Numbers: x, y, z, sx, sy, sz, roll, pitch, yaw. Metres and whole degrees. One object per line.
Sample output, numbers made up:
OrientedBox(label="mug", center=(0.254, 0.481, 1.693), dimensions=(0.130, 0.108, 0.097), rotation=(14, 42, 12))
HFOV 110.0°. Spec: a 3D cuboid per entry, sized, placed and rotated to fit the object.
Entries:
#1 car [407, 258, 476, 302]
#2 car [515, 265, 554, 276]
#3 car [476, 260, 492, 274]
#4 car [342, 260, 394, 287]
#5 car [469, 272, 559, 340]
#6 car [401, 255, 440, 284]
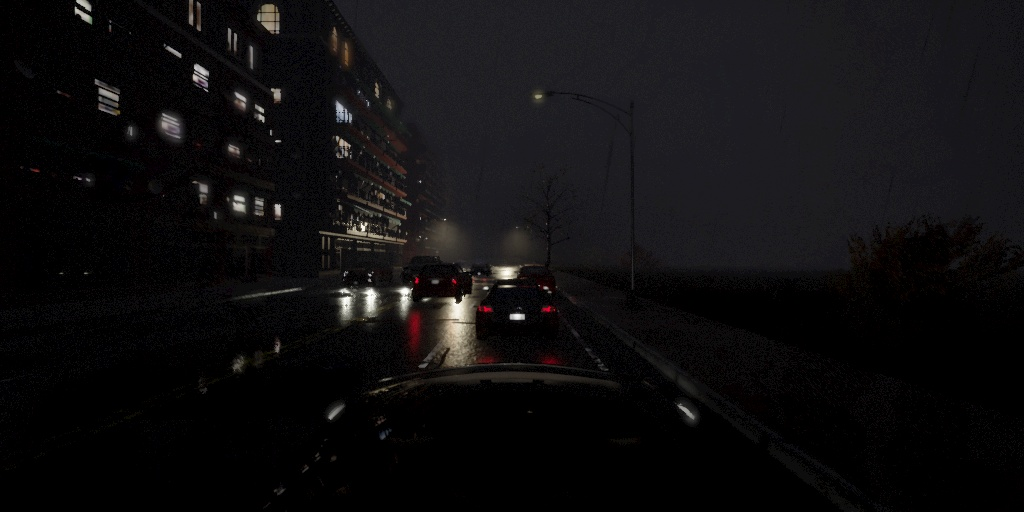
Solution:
OrientedBox(label="car", center=(-3.133, 1.103, 16.966), dimensions=(2.097, 1.767, 4.553), rotation=(0, 0, 1))
OrientedBox(label="car", center=(1.158, 1.230, 18.862), dimensions=(1.882, 1.535, 5.008), rotation=(0, 0, 0))
OrientedBox(label="car", center=(-3.104, 1.352, 36.295), dimensions=(1.895, 1.301, 4.718), rotation=(0, 0, 0))
OrientedBox(label="car", center=(-9.823, 1.104, 24.783), dimensions=(2.097, 1.767, 4.553), rotation=(0, 0, 0))
OrientedBox(label="car", center=(0.111, 1.315, 9.942), dimensions=(1.994, 1.385, 4.181), rotation=(0, 0, 0))
OrientedBox(label="car", center=(-6.570, 0.973, 26.981), dimensions=(2.150, 2.045, 5.566), rotation=(0, 0, 0))
